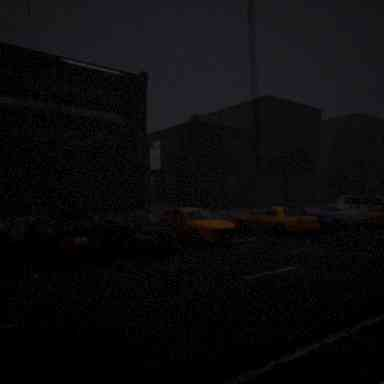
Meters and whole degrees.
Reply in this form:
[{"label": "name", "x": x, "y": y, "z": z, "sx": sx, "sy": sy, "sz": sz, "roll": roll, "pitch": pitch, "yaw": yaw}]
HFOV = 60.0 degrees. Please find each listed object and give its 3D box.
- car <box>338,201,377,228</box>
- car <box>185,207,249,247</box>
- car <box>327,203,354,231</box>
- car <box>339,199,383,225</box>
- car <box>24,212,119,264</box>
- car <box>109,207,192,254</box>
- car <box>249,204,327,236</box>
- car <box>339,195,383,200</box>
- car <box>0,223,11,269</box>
[{"label": "car", "x": 8.966, "y": 1.520, "z": 21.564, "sx": 2.002, "sy": 1.452, "sz": 4.674, "roll": 0, "pitch": 0, "yaw": -35}, {"label": "car", "x": -0.030, "y": 1.463, "z": 15.260, "sx": 2.097, "sy": 1.535, "sz": 5.008, "roll": 0, "pitch": 0, "yaw": -35}, {"label": "car", "x": 6.787, "y": 1.507, "z": 20.041, "sx": 2.002, "sy": 1.452, "sz": 4.674, "roll": 0, "pitch": 0, "yaw": -35}, {"label": "car", "x": 11.128, "y": 1.500, "z": 23.311, "sx": 1.946, "sy": 1.575, "sz": 5.366, "roll": 1, "pitch": 0, "yaw": -35}, {"label": "car", "x": -4.696, "y": 1.502, "z": 12.016, "sx": 2.163, "sy": 1.488, "sz": 4.792, "roll": 0, "pitch": 0, "yaw": -35}, {"label": "car", "x": -2.408, "y": 1.469, "z": 13.593, "sx": 2.231, "sy": 1.521, "sz": 4.892, "roll": 0, "pitch": 0, "yaw": -35}, {"label": "car", "x": 4.415, "y": 1.458, "z": 18.599, "sx": 1.946, "sy": 1.575, "sz": 5.366, "roll": 0, "pitch": 0, "yaw": -35}, {"label": "car", "x": 13.528, "y": 1.279, "z": 24.733, "sx": 2.435, "sy": 2.045, "sz": 5.566, "roll": 1, "pitch": 0, "yaw": -35}, {"label": "car", "x": -6.952, "y": 1.476, "z": 10.391, "sx": 2.097, "sy": 1.535, "sz": 5.008, "roll": 0, "pitch": 0, "yaw": -35}]
